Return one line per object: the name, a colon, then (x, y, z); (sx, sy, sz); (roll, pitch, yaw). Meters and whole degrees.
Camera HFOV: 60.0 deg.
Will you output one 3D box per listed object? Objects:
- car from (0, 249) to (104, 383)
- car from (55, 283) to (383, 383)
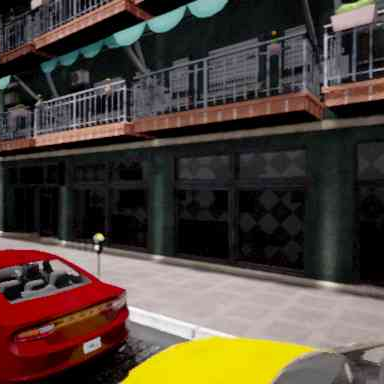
car: (-2.909, 1.541, 4.941); (4.507, 1.381, 1.887); (0, 0, 35)
car: (1.460, 1.526, 1.828); (4.829, 1.417, 1.752); (0, 0, 35)
